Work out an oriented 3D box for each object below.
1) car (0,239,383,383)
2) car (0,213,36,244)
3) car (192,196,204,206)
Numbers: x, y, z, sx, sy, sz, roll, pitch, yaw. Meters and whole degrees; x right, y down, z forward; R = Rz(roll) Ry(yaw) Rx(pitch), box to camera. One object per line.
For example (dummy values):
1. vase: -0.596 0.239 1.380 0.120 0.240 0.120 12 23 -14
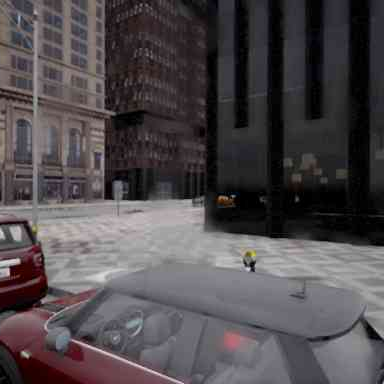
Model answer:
1. car: -0.259 1.438 3.143 4.097 1.590 1.967 0 0 35
2. car: -4.820 1.307 6.396 5.009 1.841 2.192 0 0 35
3. car: 1.931 1.347 52.074 2.128 1.511 4.902 0 0 36
